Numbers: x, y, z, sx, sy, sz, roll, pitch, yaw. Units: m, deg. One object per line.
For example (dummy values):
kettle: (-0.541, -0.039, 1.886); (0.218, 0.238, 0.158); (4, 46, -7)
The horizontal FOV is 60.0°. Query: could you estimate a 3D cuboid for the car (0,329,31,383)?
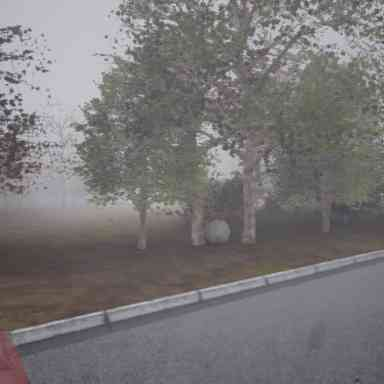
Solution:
car: (-3.243, 1.608, 1.373); (4.718, 1.301, 1.895); (0, 0, -35)
